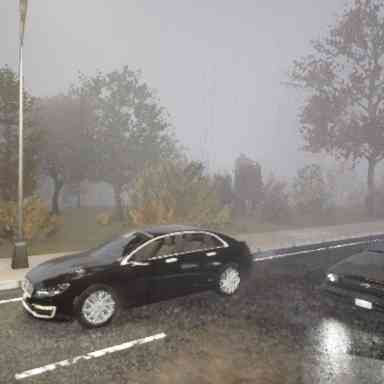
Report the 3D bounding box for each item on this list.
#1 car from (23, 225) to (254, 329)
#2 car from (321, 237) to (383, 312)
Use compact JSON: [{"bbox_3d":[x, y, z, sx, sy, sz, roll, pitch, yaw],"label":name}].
[{"bbox_3d":[-0.842,1.503,7.033,4.892,1.490,1.837,0,0,-35],"label":"car"},{"bbox_3d":[5.153,1.542,7.268,5.357,1.411,2.033,0,0,-35],"label":"car"}]
